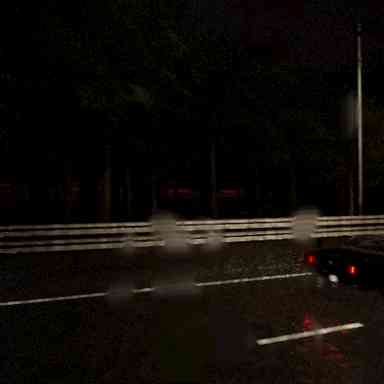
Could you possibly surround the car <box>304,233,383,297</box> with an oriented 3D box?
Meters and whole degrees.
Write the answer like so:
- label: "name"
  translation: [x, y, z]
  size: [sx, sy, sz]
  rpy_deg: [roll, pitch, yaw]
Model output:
- label: "car"
  translation: [5.368, 1.733, 8.549]
  size: [4.718, 1.301, 1.895]
  rpy_deg: [0, -1, -21]
